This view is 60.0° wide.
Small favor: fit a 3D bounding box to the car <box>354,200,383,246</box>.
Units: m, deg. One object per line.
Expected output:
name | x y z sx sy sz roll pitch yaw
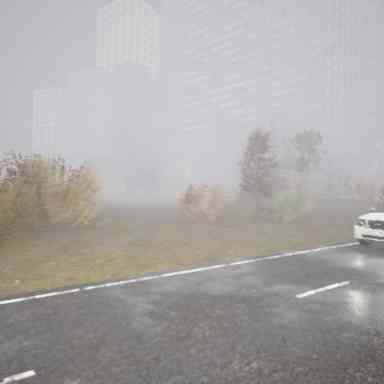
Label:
car | 9.277 1.241 14.279 5.566 2.045 2.150 0 0 -35
